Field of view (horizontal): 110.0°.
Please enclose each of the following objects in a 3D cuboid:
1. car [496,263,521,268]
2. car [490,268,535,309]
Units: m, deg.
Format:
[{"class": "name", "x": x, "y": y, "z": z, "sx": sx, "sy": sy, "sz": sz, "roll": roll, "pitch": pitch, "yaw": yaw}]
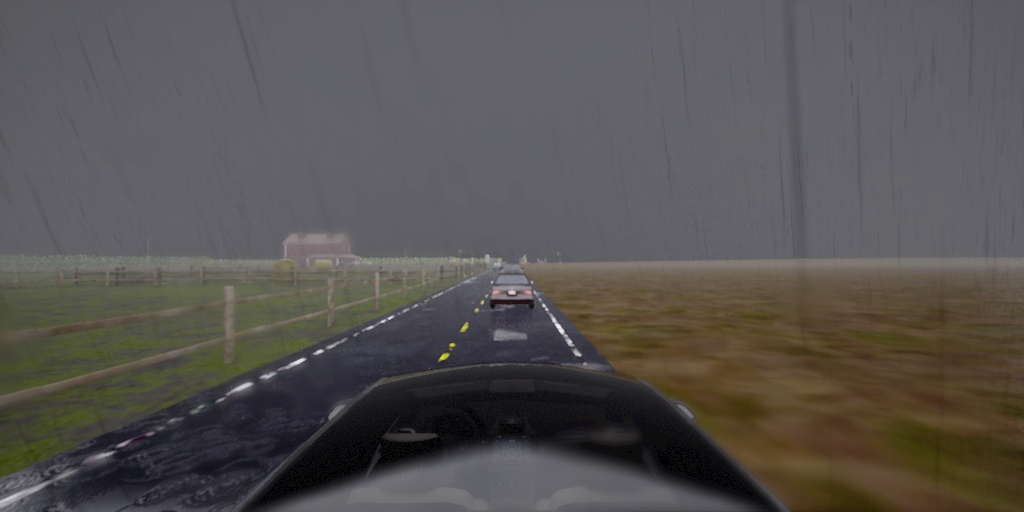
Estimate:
[{"class": "car", "x": 0.008, "y": 1.393, "z": 30.940, "sx": 2.097, "sy": 1.767, "sz": 4.553, "roll": 0, "pitch": -1, "yaw": 0}, {"class": "car", "x": 0.004, "y": 1.437, "z": 15.850, "sx": 2.033, "sy": 1.411, "sz": 5.357, "roll": 0, "pitch": -1, "yaw": 0}]
